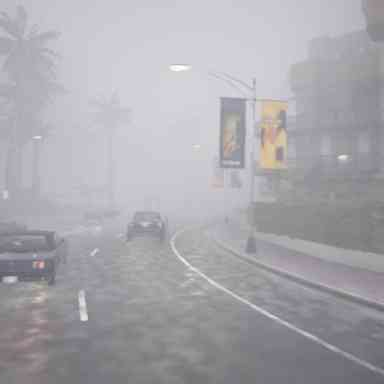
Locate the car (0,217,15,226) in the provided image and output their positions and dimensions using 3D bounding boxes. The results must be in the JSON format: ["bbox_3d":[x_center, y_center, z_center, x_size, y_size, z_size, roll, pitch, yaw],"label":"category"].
[{"bbox_3d":[-9.522,1.831,15.439,1.895,1.301,4.718,1,-2,-5],"label":"car"}]

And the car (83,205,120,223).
[{"bbox_3d":[-8.656,2.013,32.101,1.882,1.535,5.008,1,-2,11],"label":"car"}]

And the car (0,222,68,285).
[{"bbox_3d":[-4.793,1.783,9.842,1.895,1.301,4.718,2,-2,-16],"label":"car"}]

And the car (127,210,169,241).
[{"bbox_3d":[-2.562,1.883,20.158,2.097,1.767,4.553,1,-2,-1],"label":"car"}]

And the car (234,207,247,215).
[{"bbox_3d":[9.869,3.535,63.032,1.882,1.535,5.008,0,-2,39],"label":"car"}]
